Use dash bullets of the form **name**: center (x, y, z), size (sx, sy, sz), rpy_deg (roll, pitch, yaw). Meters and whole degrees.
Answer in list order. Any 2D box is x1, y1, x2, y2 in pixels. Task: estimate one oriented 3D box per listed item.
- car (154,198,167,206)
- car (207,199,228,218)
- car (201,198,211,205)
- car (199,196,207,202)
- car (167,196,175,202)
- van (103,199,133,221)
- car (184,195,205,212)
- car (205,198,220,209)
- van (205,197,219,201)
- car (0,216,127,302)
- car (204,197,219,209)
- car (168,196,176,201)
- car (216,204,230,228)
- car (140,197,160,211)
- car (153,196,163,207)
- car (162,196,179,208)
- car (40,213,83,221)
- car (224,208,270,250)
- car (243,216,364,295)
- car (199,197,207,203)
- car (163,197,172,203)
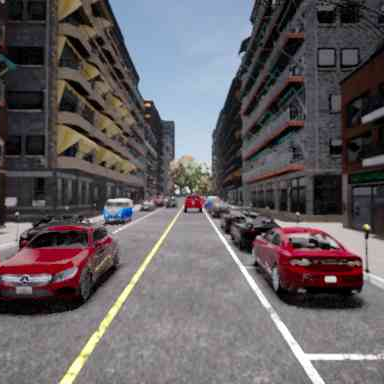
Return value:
- **car**: center (-5.607, 1.769, 59.941), size (1.887, 1.381, 4.507), rpy_deg (1, 0, 0)
- **car**: center (2.741, 1.669, 31.511), size (2.008, 1.369, 4.403), rpy_deg (1, 0, 0)
- **car**: center (2.780, 1.829, 65.689), size (1.802, 1.307, 4.206), rpy_deg (1, 0, 0)
- **car**: center (2.807, 1.878, 88.474), size (1.887, 1.381, 4.507), rpy_deg (1, 0, 0)
- **car**: center (-5.540, 1.878, 88.423), size (1.887, 1.381, 4.507), rpy_deg (1, 0, 0)
- **van**: center (-5.643, 1.437, 25.763), size (1.690, 1.788, 3.998), rpy_deg (1, 0, 0)
- **car**: center (0.150, 1.374, 40.991), size (2.150, 2.045, 5.566), rpy_deg (0, 0, 0)
- **car**: center (2.747, 1.721, 37.207), size (1.802, 1.307, 4.206), rpy_deg (1, 0, 0)
- **van**: center (2.758, 1.502, 42.905), size (1.690, 1.788, 3.998), rpy_deg (1, 0, 0)
- **car**: center (-3.090, 1.557, 8.453), size (1.812, 1.442, 4.674), rpy_deg (0, 0, 0)
- **car**: center (2.763, 1.622, 48.601), size (1.967, 1.590, 4.097), rpy_deg (1, 0, 0)
- **car**: center (-5.533, 1.905, 94.118), size (2.008, 1.369, 4.403), rpy_deg (1, 0, 0)
- **car**: center (2.727, 1.641, 20.118), size (1.947, 1.339, 4.313), rpy_deg (1, 0, 0)
- **car**: center (-5.626, 1.711, 42.851), size (2.008, 1.369, 4.403), rpy_deg (1, 0, 0)
- **car**: center (-5.609, 1.518, 54.246), size (2.192, 1.841, 5.009), rpy_deg (1, 0, 0)
- **car**: center (-3.019, 1.695, 50.800), size (1.837, 1.490, 4.892), rpy_deg (0, 0, 0)
- **car**: center (-5.661, 1.620, 14.369), size (1.947, 1.339, 4.313), rpy_deg (1, 0, 0)
- **car**: center (2.720, 1.620, 14.422), size (1.947, 1.339, 4.313), rpy_deg (1, 0, 0)
- **car**: center (2.714, 1.578, 8.726), size (1.887, 1.381, 4.507), rpy_deg (1, 0, 0)
- **car**: center (2.801, 1.856, 82.778), size (1.887, 1.381, 4.507), rpy_deg (1, 0, 0)
- **car**: center (-5.560, 1.814, 76.859), size (1.752, 1.417, 4.829), rpy_deg (1, 0, 0)
